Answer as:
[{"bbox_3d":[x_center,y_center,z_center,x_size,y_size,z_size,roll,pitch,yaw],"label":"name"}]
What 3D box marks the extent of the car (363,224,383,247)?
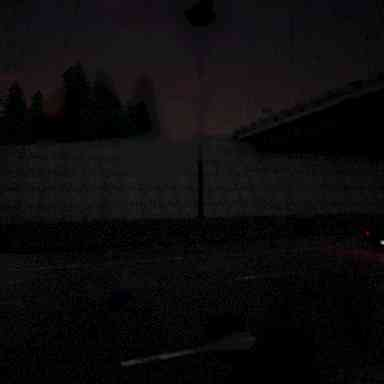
[{"bbox_3d":[9.940,1.807,14.561,4.718,1.301,1.895,0,-1,-22],"label":"car"}]
